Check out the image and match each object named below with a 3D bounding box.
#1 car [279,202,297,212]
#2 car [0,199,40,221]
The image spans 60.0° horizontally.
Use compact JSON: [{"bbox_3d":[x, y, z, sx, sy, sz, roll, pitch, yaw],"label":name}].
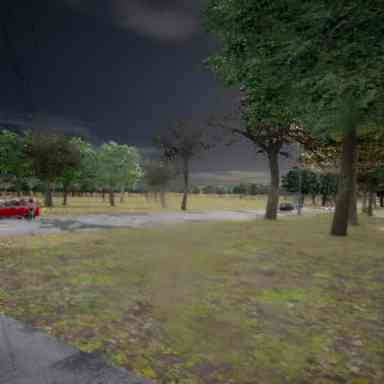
[{"bbox_3d":[20.564,3.277,72.317,2.150,2.045,5.566,2,-1,28],"label":"car"},{"bbox_3d":[-16.428,1.649,29.613,2.150,2.045,5.566,2,1,36],"label":"car"}]
